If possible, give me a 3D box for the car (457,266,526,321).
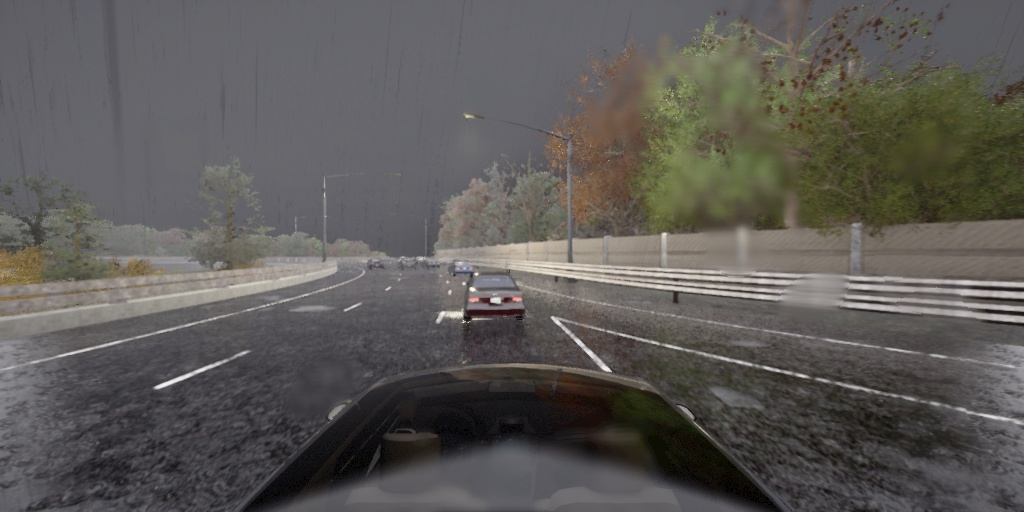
[{"bbox_3d":[-0.715,1.234,12.225,2.033,1.411,5.357,0,0,-6],"label":"car"}]

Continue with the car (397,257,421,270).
[{"bbox_3d":[-13.763,0.992,46.836,2.128,1.511,4.902,0,0,-24],"label":"car"}]

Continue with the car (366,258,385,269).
[{"bbox_3d":[-18.652,1.023,48.917,1.812,1.442,4.674,0,0,-27],"label":"car"}]

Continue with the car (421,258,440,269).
[{"bbox_3d":[-11.448,1.025,49.913,2.033,1.411,5.357,0,0,-26],"label":"car"}]

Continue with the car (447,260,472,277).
[{"bbox_3d":[-4.807,1.114,33.139,2.033,1.411,5.357,0,0,-17],"label":"car"}]
